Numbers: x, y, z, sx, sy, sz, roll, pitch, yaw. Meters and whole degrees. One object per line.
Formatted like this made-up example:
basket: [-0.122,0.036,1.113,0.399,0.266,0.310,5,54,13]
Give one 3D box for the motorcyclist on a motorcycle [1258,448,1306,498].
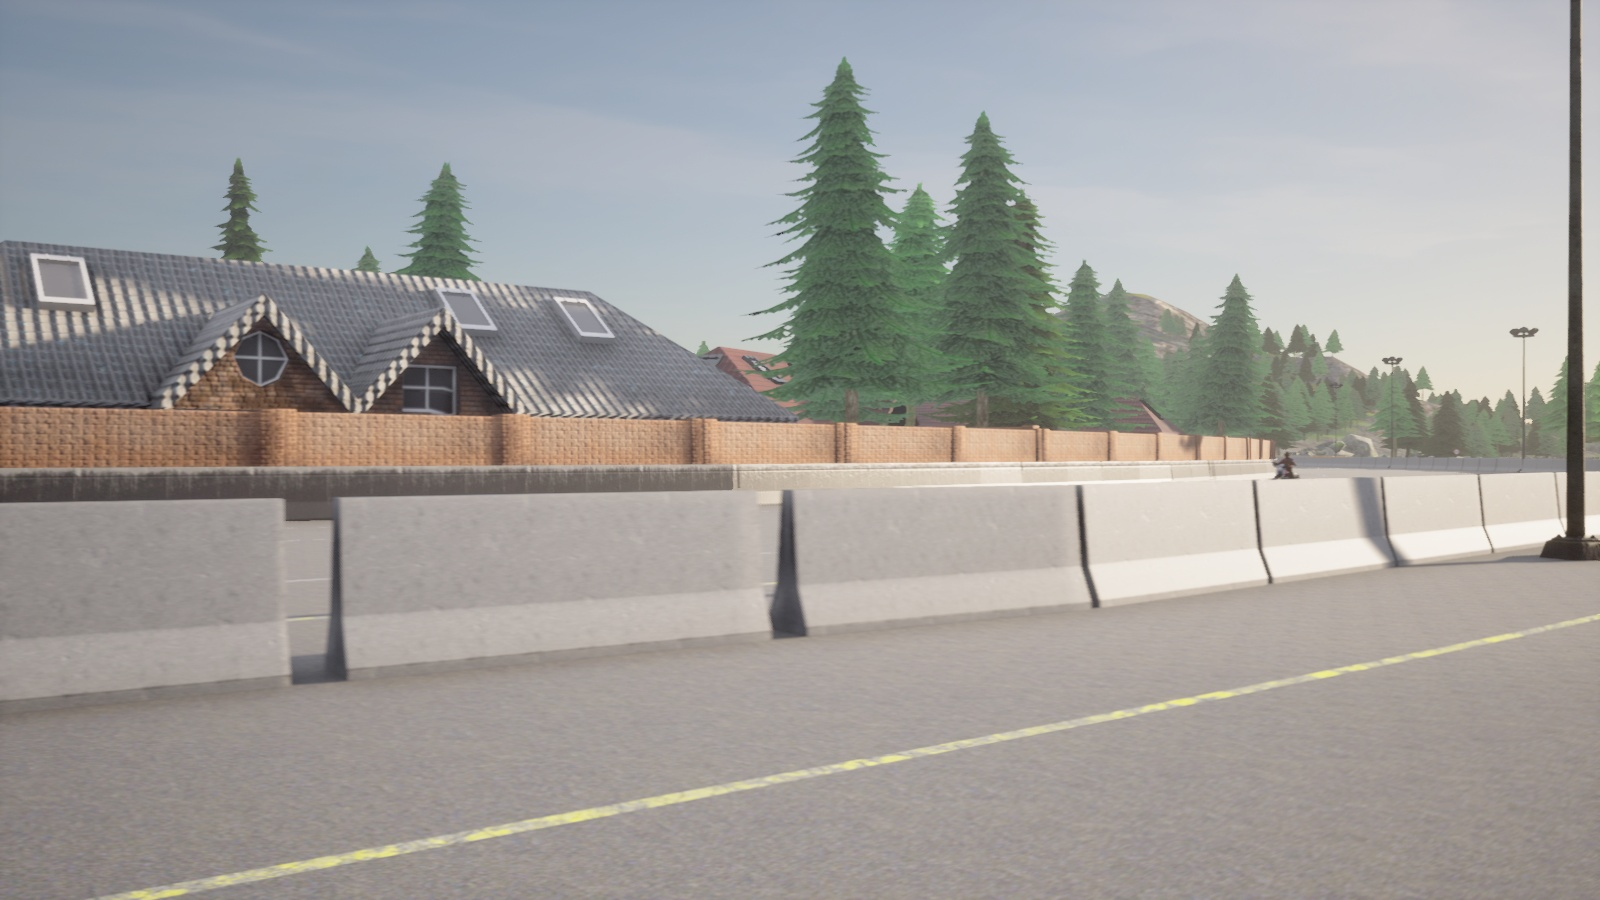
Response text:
motorcyclist on a motorcycle: [16.377,0.771,42.613,0.766,1.649,2.350,-1,-1,40]
